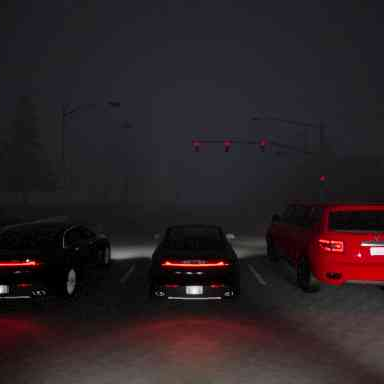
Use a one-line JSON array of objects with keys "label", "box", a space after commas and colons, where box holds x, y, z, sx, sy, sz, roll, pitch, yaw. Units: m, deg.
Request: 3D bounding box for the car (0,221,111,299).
[{"label": "car", "box": [-3.437, 1.505, 8.420, 1.837, 1.490, 4.892, 0, 0, 0]}]

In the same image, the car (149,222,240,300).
[{"label": "car", "box": [0.063, 1.505, 8.367, 1.837, 1.490, 4.892, 0, 0, 0]}]

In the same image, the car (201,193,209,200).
[{"label": "car", "box": [3.511, 1.187, 91.861, 2.097, 1.767, 4.553, 0, 0, 0]}]

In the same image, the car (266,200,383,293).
[{"label": "car", "box": [3.567, 1.221, 9.015, 2.150, 2.045, 5.566, 0, 0, 0]}]

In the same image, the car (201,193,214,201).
[{"label": "car", "box": [3.510, 1.347, 81.857, 2.097, 1.767, 4.553, 0, 0, 0]}]

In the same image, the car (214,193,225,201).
[{"label": "car", "box": [7.010, 1.492, 81.470, 1.837, 1.490, 4.892, 0, 0, 0]}]

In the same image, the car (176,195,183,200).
[{"label": "car", "box": [-3.489, 1.427, 91.922, 1.895, 1.301, 4.718, 0, 0, 0]}]

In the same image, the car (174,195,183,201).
[{"label": "car", "box": [-3.490, 1.516, 81.888, 1.812, 1.442, 4.674, 0, 0, 0]}]

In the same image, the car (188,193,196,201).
[{"label": "car", "box": [0.010, 1.517, 81.471, 2.128, 1.511, 4.902, 0, 0, 0]}]

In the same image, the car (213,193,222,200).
[{"label": "car", "box": [7.011, 1.187, 91.860, 2.097, 1.767, 4.553, 0, 0, 0]}]
